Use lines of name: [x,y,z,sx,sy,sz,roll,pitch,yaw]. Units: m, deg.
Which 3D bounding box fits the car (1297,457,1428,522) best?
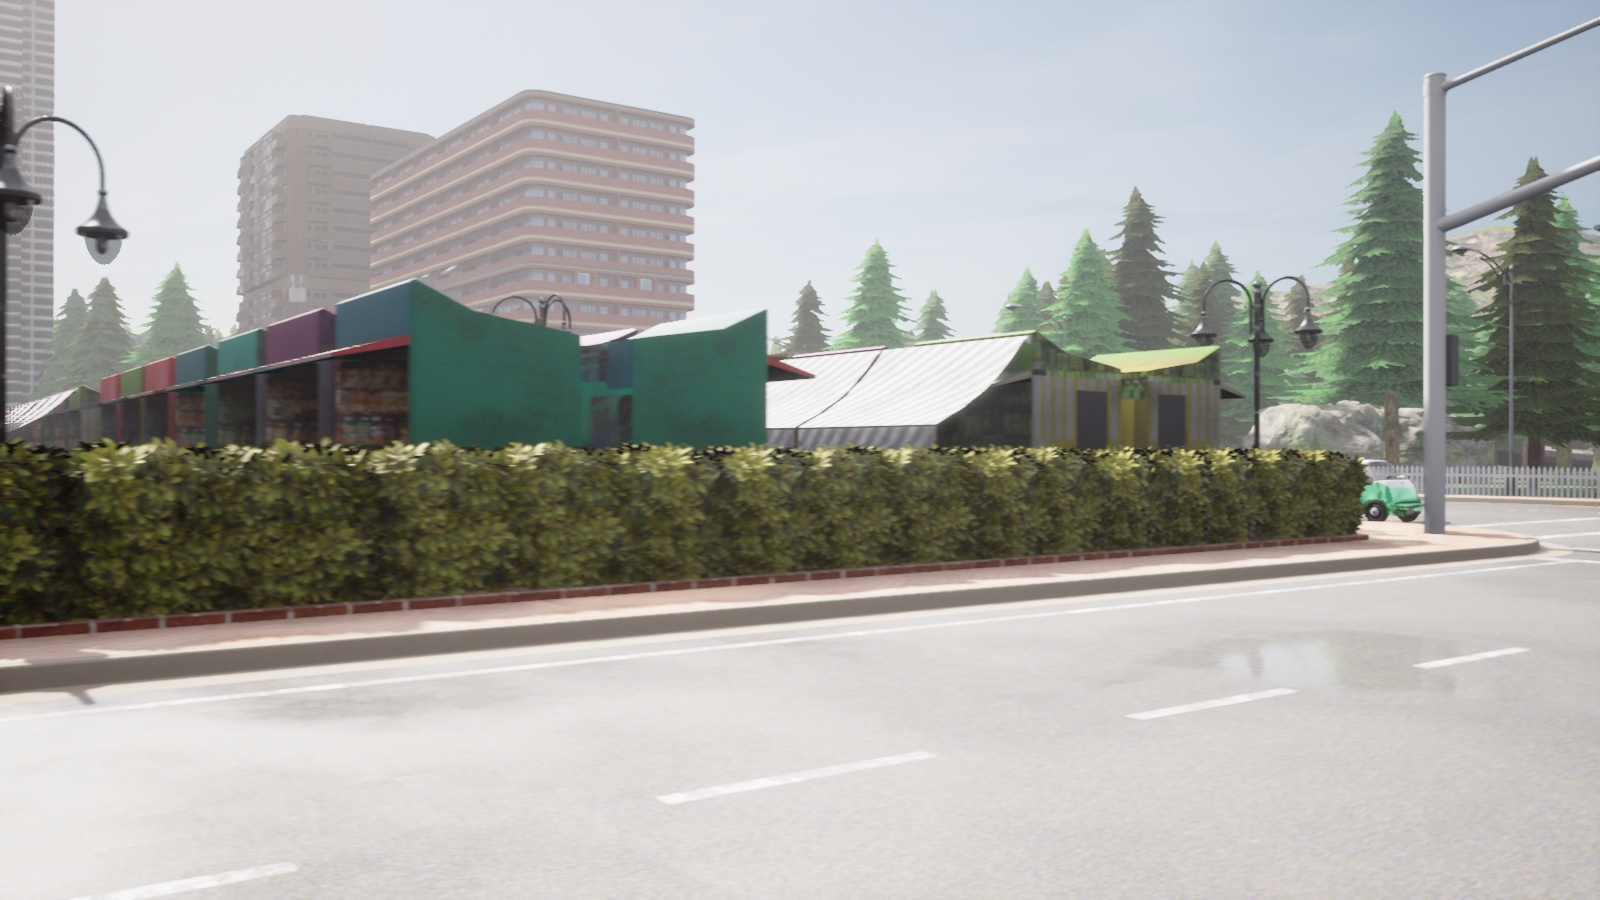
car: [12.471,0.841,27.902,1.481,1.376,2.207,0,-1,-34]
